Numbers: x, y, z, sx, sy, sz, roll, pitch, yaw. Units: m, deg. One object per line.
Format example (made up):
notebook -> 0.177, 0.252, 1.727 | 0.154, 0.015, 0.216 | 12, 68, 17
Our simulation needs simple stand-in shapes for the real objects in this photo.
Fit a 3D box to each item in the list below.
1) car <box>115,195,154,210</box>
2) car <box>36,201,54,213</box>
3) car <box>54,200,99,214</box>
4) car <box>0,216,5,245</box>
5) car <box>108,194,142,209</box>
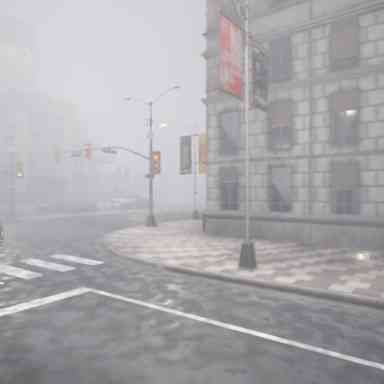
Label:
car -> -7.221, 1.555, 43.743 | 1.882, 1.535, 5.008 | 0, 0, 36
car -> -15.176, 1.633, 38.761 | 2.033, 1.411, 5.357 | 0, 0, 36
car -> -12.393, 1.641, 36.638 | 1.994, 1.385, 4.181 | 0, 0, 36
car -> -8.512, 1.387, 12.788 | 2.097, 1.767, 4.553 | 0, 0, -27
car -> -9.188, 1.307, 46.982 | 2.150, 2.045, 5.566 | 0, 0, 36
